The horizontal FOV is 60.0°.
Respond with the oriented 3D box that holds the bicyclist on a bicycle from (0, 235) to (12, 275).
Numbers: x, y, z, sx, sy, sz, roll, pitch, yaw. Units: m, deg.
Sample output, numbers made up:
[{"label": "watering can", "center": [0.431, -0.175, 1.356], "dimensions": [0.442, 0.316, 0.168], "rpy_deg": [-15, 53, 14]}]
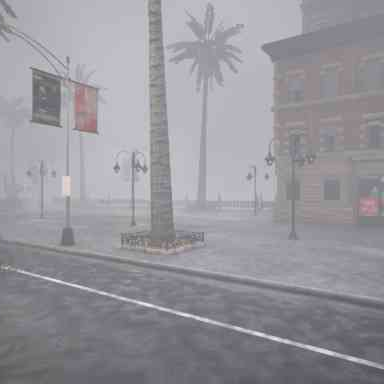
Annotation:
[{"label": "bicyclist on a bicycle", "center": [-5.447, 1.451, 8.517], "dimensions": [0.582, 1.620, 1.656], "rpy_deg": [0, 1, 35]}]
